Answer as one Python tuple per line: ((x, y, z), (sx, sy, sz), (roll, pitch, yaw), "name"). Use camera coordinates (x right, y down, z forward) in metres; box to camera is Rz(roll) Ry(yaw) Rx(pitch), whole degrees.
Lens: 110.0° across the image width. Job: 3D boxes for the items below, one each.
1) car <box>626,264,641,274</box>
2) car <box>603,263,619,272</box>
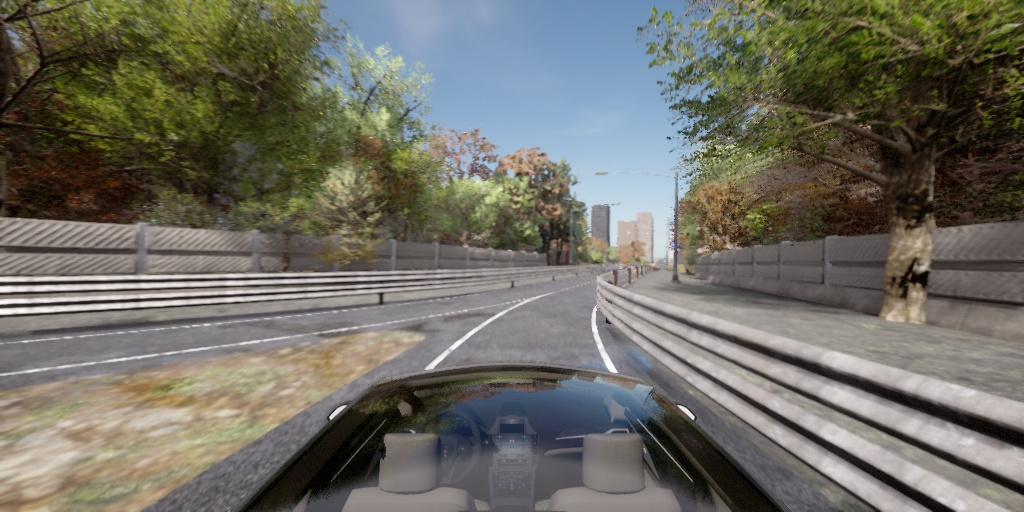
((20.201, 2.060, 59.684), (2.097, 1.767, 4.553), (1, -1, 23), "car")
((16.420, 1.978, 59.168), (2.097, 1.767, 4.553), (1, -1, 23), "car")
